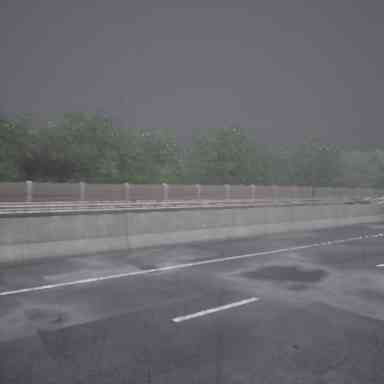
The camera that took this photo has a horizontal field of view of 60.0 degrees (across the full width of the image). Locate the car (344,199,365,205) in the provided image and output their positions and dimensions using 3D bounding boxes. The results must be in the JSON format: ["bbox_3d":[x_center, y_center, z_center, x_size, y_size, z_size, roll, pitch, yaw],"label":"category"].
[{"bbox_3d":[23.183,1.617,46.314,4.718,1.301,1.895,0,0,-35],"label":"car"}]

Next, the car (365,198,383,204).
[{"bbox_3d":[25.103,1.519,43.389,4.892,1.490,1.837,0,0,-35],"label":"car"}]
